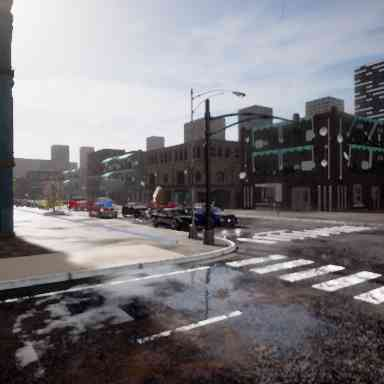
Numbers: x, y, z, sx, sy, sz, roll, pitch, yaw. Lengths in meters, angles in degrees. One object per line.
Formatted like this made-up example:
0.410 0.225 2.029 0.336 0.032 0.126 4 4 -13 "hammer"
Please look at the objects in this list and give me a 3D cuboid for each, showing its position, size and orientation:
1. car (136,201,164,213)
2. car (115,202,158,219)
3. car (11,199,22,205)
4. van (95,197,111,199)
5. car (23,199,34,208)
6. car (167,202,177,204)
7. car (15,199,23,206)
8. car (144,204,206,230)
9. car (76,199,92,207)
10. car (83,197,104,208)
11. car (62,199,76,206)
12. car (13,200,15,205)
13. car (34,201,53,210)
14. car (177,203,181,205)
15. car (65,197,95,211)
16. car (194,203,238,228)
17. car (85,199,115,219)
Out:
-5.599 1.955 43.884 1.802 1.307 4.206 -2 0 -35 "car"
-5.530 1.831 33.788 2.128 1.511 4.902 -1 0 -36 "car"
-44.453 2.592 84.184 1.887 1.381 4.507 -1 0 -35 "car"
-15.211 1.896 57.429 1.690 1.788 3.998 -2 0 -35 "van"
-31.647 2.370 66.125 2.008 1.369 4.403 -1 0 -35 "car"
-2.398 1.893 39.369 1.802 1.307 4.206 -2 0 -35 "car"
-38.053 2.374 75.154 1.967 1.590 4.097 -1 0 -35 "car"
-1.305 1.808 23.130 1.947 1.339 4.313 -2 0 -35 "car"
-21.610 2.217 66.459 1.887 1.381 4.507 -1 0 -35 "car"
-18.414 1.929 61.943 2.192 1.841 5.009 -1 0 -35 "car"
-28.013 2.353 75.489 1.947 1.339 4.313 -1 0 -35 "car"
-41.252 2.541 79.670 2.008 1.369 4.403 -1 0 -35 "car"
-25.144 2.226 56.956 1.752 1.417 4.829 -1 0 -35 "car"
0.803 1.799 34.854 2.008 1.369 4.403 -2 0 -35 "car"
-16.859 1.782 49.886 2.150 2.045 5.566 -1 0 -35 "car"
1.366 1.768 24.066 1.994 1.385 4.181 -1 0 -35 "car"
-9.236 1.840 34.519 1.967 1.590 4.097 -2 0 -35 "car"
